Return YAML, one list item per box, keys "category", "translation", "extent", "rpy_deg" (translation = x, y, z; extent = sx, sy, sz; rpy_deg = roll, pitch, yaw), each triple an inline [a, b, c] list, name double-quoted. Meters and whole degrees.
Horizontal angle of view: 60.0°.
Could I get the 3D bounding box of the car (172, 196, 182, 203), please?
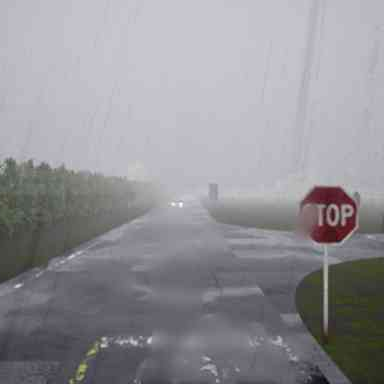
- category: "car"
  translation: [-2.877, 1.493, 65.627]
  extent: [1.895, 1.301, 4.718]
  rpy_deg: [0, 0, 0]
